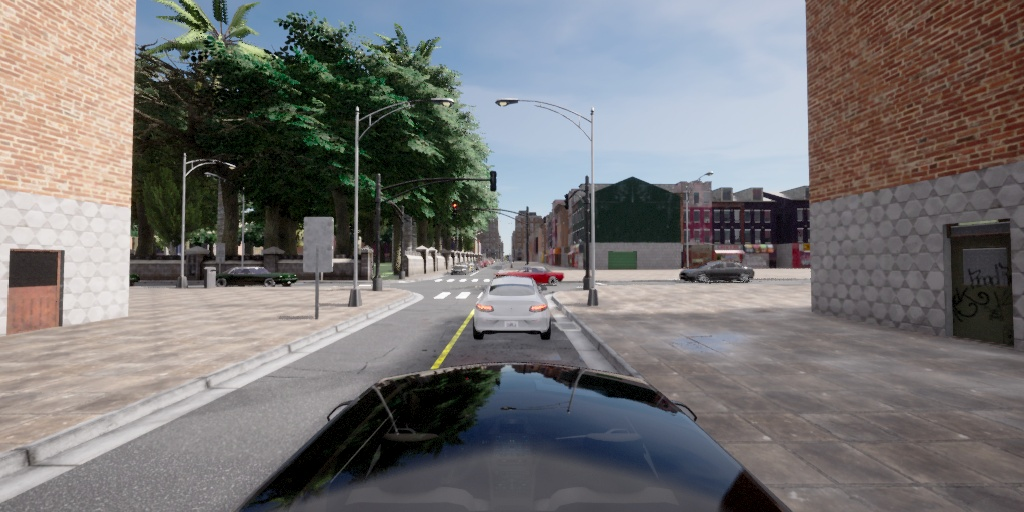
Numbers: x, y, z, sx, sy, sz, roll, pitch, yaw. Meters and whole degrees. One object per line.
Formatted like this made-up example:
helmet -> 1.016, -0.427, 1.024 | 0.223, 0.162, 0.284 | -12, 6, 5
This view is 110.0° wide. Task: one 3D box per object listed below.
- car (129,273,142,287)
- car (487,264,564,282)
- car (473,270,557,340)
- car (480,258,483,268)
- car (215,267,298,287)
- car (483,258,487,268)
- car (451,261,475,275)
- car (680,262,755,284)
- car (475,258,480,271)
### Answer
car -> -26.318, 1.335, 22.411 | 4.718, 1.301, 1.895 | 0, -1, 0
car -> 1.032, 1.333, 23.438 | 4.718, 1.301, 1.895 | 1, -2, -32
car -> 0.017, 1.279, 9.894 | 1.812, 1.442, 4.674 | 0, 0, 1
car -> -5.662, 1.370, 51.503 | 1.948, 1.339, 4.313 | 0, 0, -1
car -> -16.158, 1.341, 22.474 | 4.718, 1.301, 1.895 | 0, -1, 0
car -> -5.763, 1.416, 62.402 | 1.802, 1.307, 4.207 | 0, 0, -1
car -> -5.572, 1.332, 38.917 | 2.007, 1.370, 4.403 | 0, 0, -1
car -> 14.591, 1.166, 25.625 | 4.892, 1.490, 1.837 | -1, -1, 0
car -> -5.611, 1.344, 46.053 | 2.007, 1.370, 4.403 | 0, 0, -1
